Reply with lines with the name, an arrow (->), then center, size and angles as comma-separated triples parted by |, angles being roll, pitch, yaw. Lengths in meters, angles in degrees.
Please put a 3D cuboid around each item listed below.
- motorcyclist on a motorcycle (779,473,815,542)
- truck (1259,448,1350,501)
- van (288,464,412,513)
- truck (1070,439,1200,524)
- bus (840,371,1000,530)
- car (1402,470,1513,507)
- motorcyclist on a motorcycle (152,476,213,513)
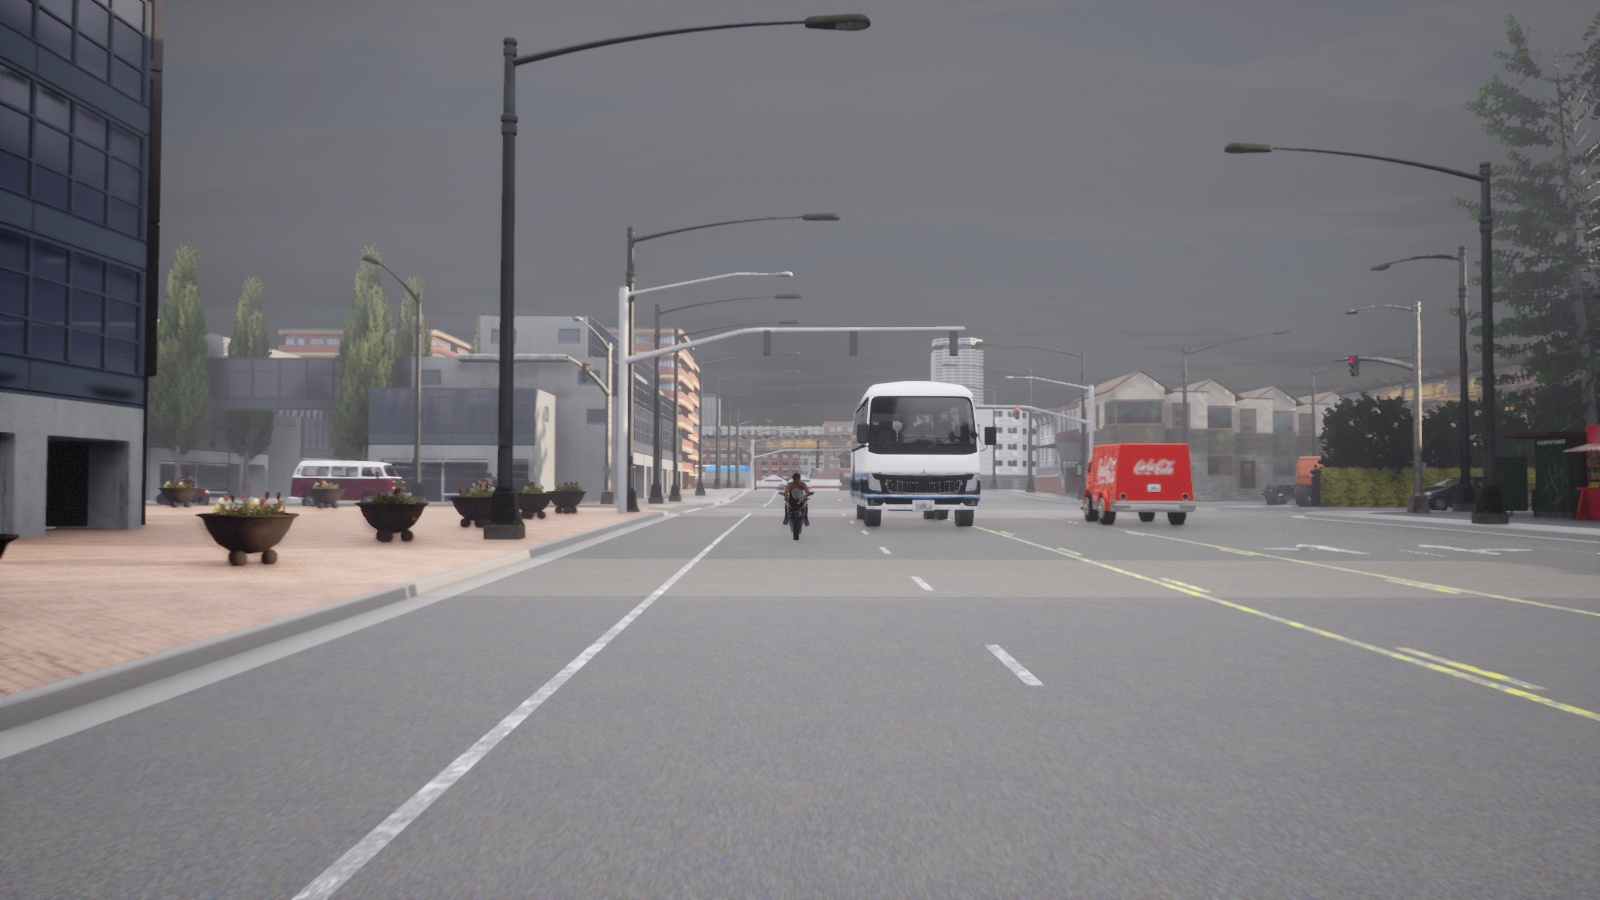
motorcyclist on a motorcycle -> -0.070, 1.282, 28.712 | 0.797, 1.523, 2.044 | 0, -1, 0
truck -> 34.582, 1.740, 85.870 | 2.891, 3.462, 7.936 | -2, -3, 45
van -> -18.945, 1.625, 53.034 | 4.480, 2.038, 2.069 | 0, -2, 0
truck -> 10.405, 0.981, 39.505 | 2.627, 2.467, 5.204 | 0, -1, 0
bus -> 3.400, 0.116, 39.033 | 3.944, 4.253, 10.273 | 0, -1, 0
car -> 29.424, 1.707, 56.267 | 3.988, 1.617, 1.851 | 0, -2, 0
motorcyclist on a motorcycle -> -27.820, 2.000, 56.573 | 2.350, 1.649, 0.766 | 0, -2, 0
